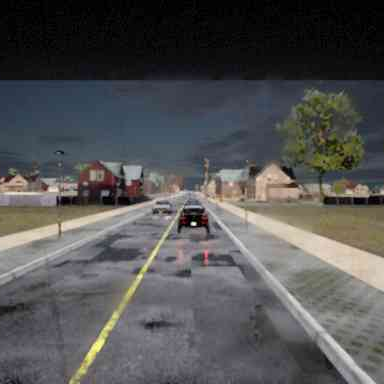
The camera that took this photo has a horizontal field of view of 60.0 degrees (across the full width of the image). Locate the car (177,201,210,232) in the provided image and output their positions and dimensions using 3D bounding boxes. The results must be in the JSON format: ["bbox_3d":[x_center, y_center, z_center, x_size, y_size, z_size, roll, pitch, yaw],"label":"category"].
[{"bbox_3d":[0.102,1.495,19.781,1.812,1.442,4.674,0,0,0],"label":"car"}]

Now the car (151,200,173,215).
[{"bbox_3d":[-2.849,1.491,32.994,2.033,1.411,5.357,0,0,0],"label":"car"}]

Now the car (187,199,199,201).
[{"bbox_3d":[0.086,1.487,35.225,2.033,1.411,5.357,0,0,0],"label":"car"}]
